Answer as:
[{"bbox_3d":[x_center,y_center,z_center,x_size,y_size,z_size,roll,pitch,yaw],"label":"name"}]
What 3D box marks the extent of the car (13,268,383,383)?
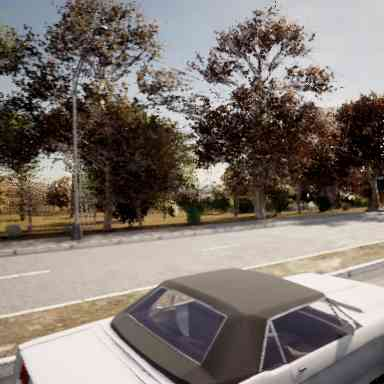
[{"bbox_3d":[0.787,1.581,3.695,4.718,1.301,1.895,-1,0,-36],"label":"car"}]
